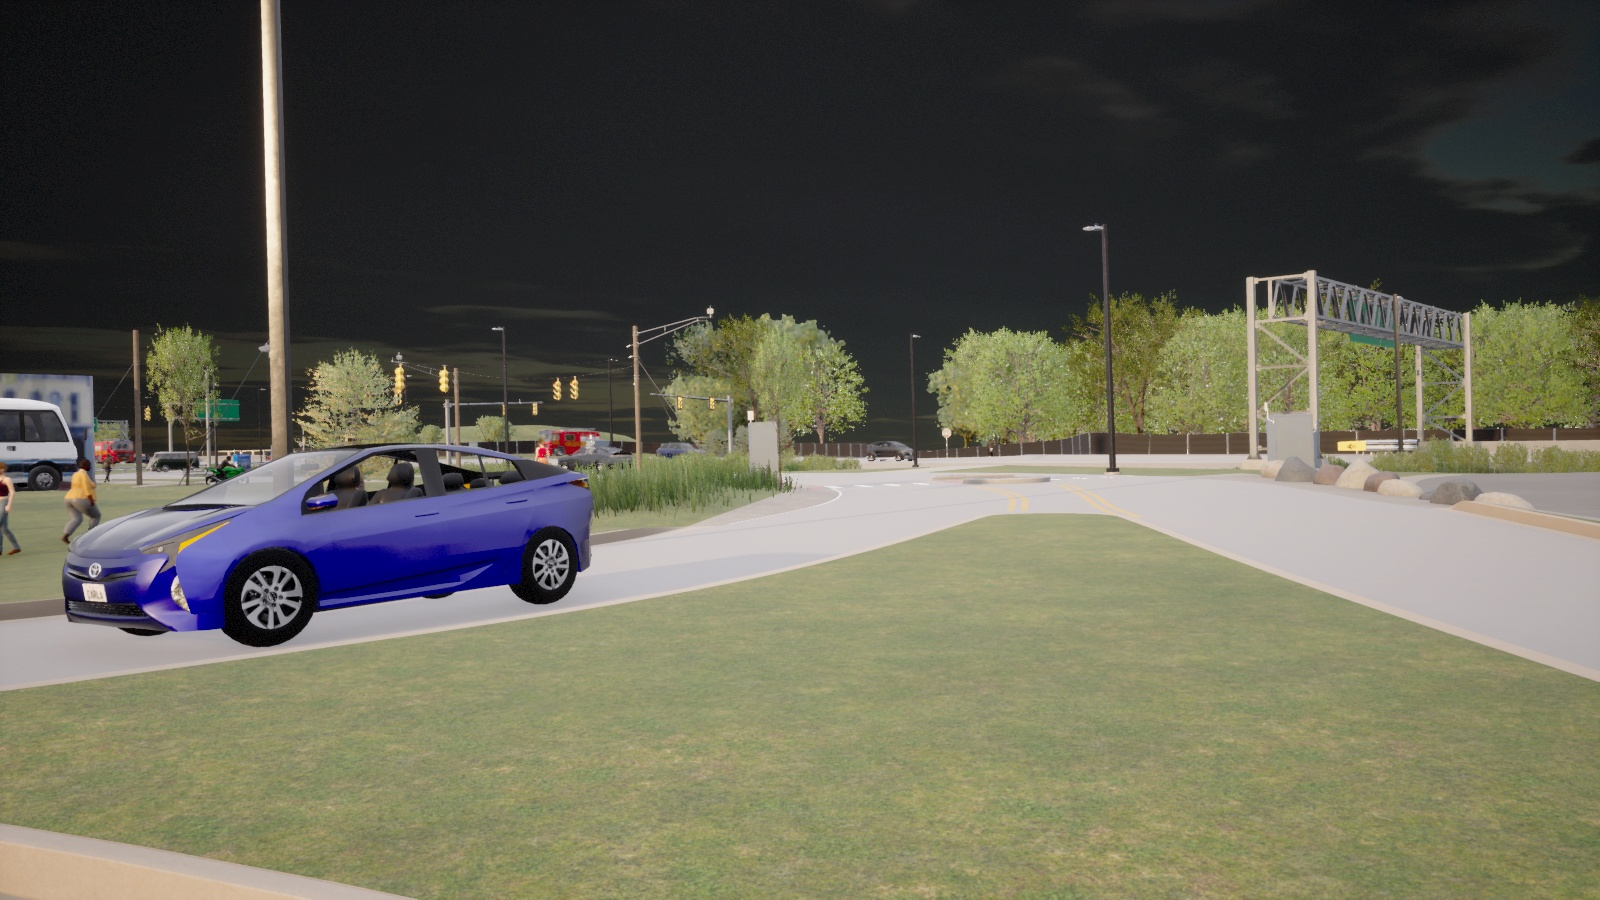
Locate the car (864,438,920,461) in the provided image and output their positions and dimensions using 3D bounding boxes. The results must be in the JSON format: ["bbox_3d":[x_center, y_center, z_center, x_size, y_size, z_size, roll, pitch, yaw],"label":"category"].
[{"bbox_3d":[6.758,-0.015,92.334,3.705,1.549,1.789,-2,0,41],"label":"car"}]

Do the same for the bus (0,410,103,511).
[{"bbox_3d":[-35.872,0.543,53.155,3.944,4.253,10.273,-4,-1,41],"label":"bus"}]

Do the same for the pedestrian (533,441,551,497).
[{"bbox_3d":[-8.636,0.644,42.022,0.345,1.836,0.594,-3,-1,-29],"label":"pedestrian"}]

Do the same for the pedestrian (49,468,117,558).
[{"bbox_3d":[-15.362,1.335,26.903,0.874,1.855,0.900,-3,-1,32],"label":"pedestrian"}]

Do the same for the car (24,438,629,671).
[{"bbox_3d":[-3.810,0.737,10.917,2.007,1.525,4.514,-3,-1,35],"label":"car"}]

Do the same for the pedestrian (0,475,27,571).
[{"bbox_3d":[-15.509,1.413,24.474,0.345,1.836,0.594,-4,-1,39],"label":"pedestrian"}]

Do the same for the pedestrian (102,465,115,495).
[{"bbox_3d":[-42.113,1.819,76.457,0.869,1.805,0.328,-4,-1,41],"label":"pedestrian"}]

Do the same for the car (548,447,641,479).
[{"bbox_3d":[-10.877,0.712,66.178,4.902,1.511,2.128,-2,0,41],"label":"car"}]

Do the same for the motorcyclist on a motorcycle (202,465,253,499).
[{"bbox_3d":[-27.931,1.545,61.274,2.044,1.523,0.797,-4,0,-36],"label":"motorcyclist on a motorcycle"}]
